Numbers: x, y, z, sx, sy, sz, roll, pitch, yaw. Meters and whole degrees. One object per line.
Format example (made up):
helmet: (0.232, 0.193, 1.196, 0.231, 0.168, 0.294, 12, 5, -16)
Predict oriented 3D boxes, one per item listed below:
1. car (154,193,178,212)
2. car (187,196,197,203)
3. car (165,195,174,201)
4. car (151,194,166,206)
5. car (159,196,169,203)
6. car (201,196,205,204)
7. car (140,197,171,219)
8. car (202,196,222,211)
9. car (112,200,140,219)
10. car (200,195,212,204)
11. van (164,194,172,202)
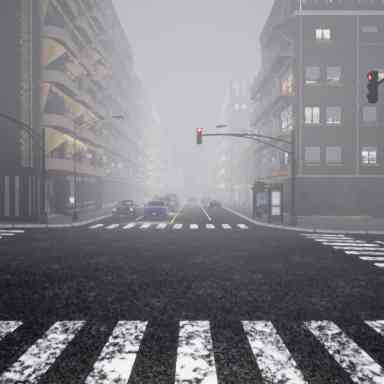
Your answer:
car: (-3.114, 1.349, 38.913, 2.097, 1.767, 4.553, 0, 0, 0)
car: (0.051, 1.561, 69.704, 1.994, 1.385, 4.181, 0, 0, 0)
car: (-5.751, 1.546, 85.590, 2.008, 1.369, 4.403, 0, 0, 0)
car: (-5.733, 1.312, 57.395, 2.192, 1.841, 5.009, 0, 0, 0)
car: (-5.740, 1.522, 68.503, 1.752, 1.417, 4.829, 0, 0, 0)
car: (2.656, 1.542, 46.118, 1.887, 1.381, 4.507, 0, 0, 0)
car: (-3.108, 1.475, 29.285, 1.882, 1.535, 5.008, 0, 0, -1)
car: (2.660, 1.548, 40.480, 2.008, 1.369, 4.403, 0, 0, 0)
car: (-5.713, 1.438, 29.202, 1.967, 1.590, 4.097, 0, 0, 0)
car: (2.644, 1.437, 63.035, 1.967, 1.590, 4.097, 0, 0, 0)
van: (-5.748, 1.337, 79.951, 1.690, 1.788, 3.998, 0, 0, 0)
